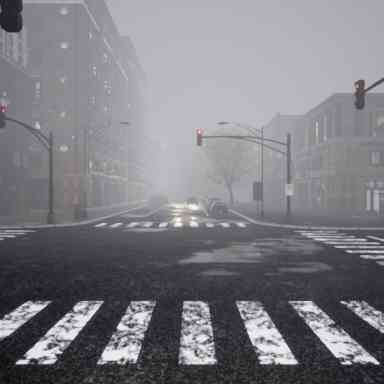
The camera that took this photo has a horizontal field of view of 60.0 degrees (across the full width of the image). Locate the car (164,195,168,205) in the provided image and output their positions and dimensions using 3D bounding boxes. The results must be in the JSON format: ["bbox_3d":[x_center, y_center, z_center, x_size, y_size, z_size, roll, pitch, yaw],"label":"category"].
[{"bbox_3d":[-5.632,1.651,56.423,1.802,1.307,4.206,0,0,0],"label":"car"}]

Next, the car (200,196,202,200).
[{"bbox_3d":[2.755,1.633,62.109,2.008,1.369,4.403,0,0,0],"label":"car"}]

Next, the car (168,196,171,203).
[{"bbox_3d":[-5.626,1.397,62.120,2.192,1.841,5.009,0,0,0],"label":"car"}]

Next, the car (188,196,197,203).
[{"bbox_3d":[0.075,1.540,70.818,1.812,1.442,4.674,0,0,0],"label":"car"}]

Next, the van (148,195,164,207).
[{"bbox_3d":[-5.638,1.399,50.726,1.690,1.788,3.998,0,0,0],"label":"van"}]

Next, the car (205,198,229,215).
[{"bbox_3d":[2.725,1.580,33.625,2.008,1.369,4.403,0,0,0],"label":"car"}]

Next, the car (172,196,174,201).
[{"bbox_3d":[-5.614,1.663,73.513,2.008,1.369,4.403,0,0,0],"label":"car"}]

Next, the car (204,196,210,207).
[{"bbox_3d":[2.731,1.479,39.323,1.967,1.590,4.097,0,0,0],"label":"car"}]

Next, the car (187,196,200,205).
[{"bbox_3d":[0.065,1.556,60.401,1.882,1.535,5.008,0,0,0],"label":"car"}]

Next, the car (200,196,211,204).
[{"bbox_3d":[2.760,1.537,67.806,1.967,1.590,4.097,0,0,0],"label":"car"}]

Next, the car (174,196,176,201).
[{"bbox_3d":[-5.597,1.687,90.434,1.752,1.417,4.829,0,0,0],"label":"car"}]

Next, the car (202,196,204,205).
[{"bbox_3d":[2.737,1.488,45.019,1.967,1.590,4.097,0,0,0],"label":"car"}]
